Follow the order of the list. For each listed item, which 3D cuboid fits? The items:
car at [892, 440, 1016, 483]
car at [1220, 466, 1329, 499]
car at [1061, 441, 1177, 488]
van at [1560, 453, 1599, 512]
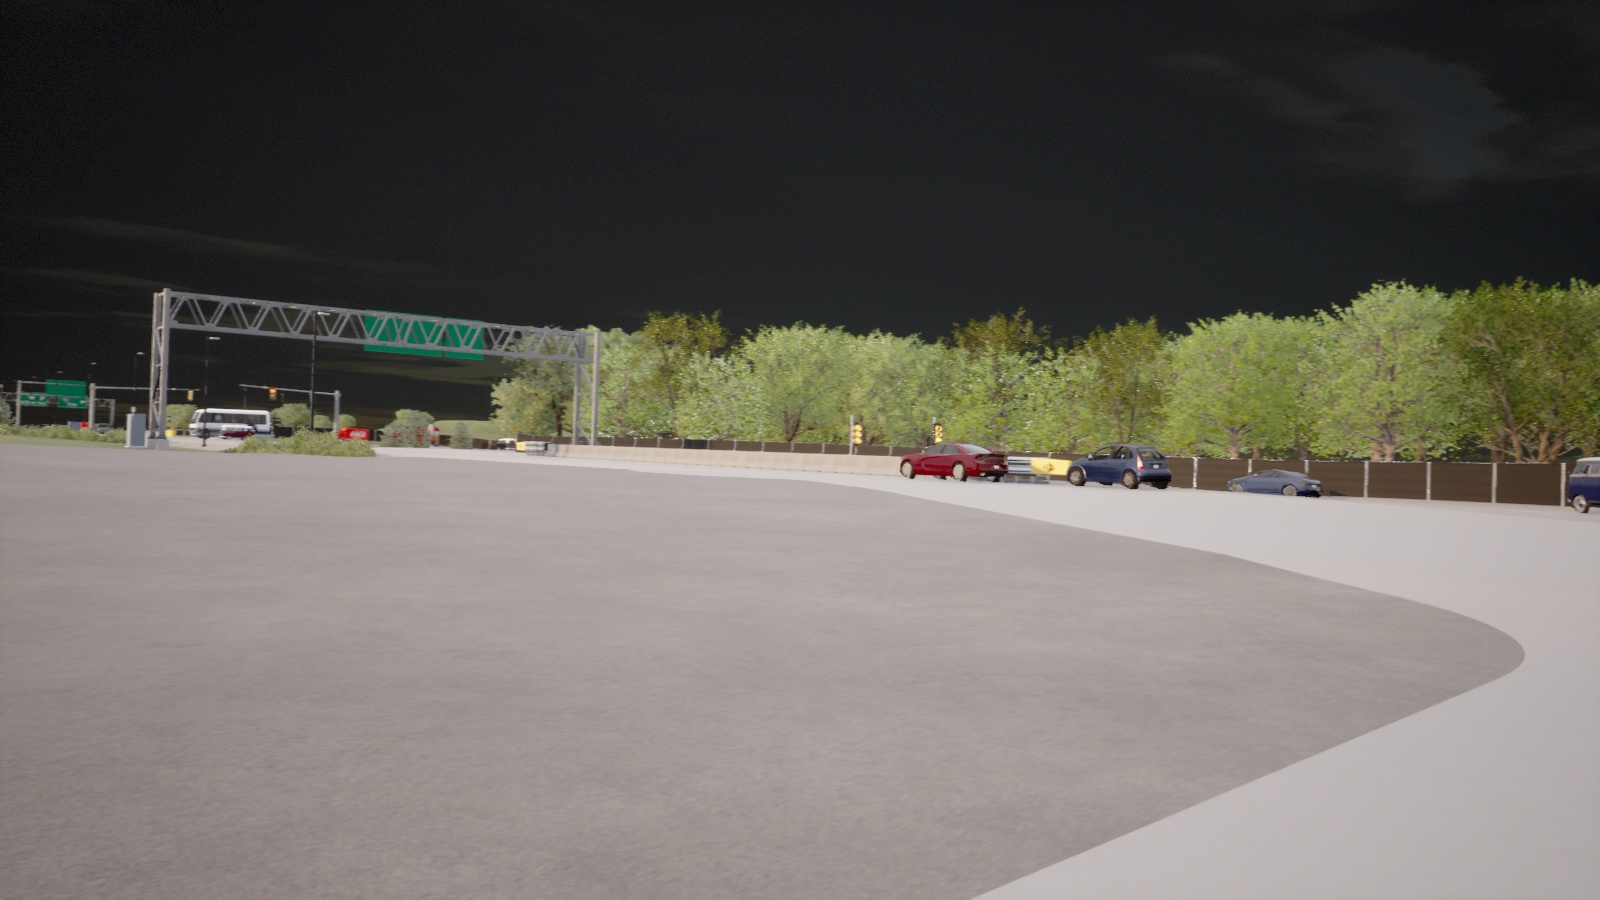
[{"bbox_3d":[5.917,0.418,48.815,1.882,1.535,5.008,2,0,-34],"label":"car"},{"bbox_3d":[21.610,1.469,57.291,1.994,1.385,4.181,2,-1,-37],"label":"car"},{"bbox_3d":[11.720,0.499,46.349,1.851,1.617,3.988,0,1,-31],"label":"car"},{"bbox_3d":[27.945,1.104,42.379,1.775,1.987,4.442,1,-1,-1],"label":"van"}]
